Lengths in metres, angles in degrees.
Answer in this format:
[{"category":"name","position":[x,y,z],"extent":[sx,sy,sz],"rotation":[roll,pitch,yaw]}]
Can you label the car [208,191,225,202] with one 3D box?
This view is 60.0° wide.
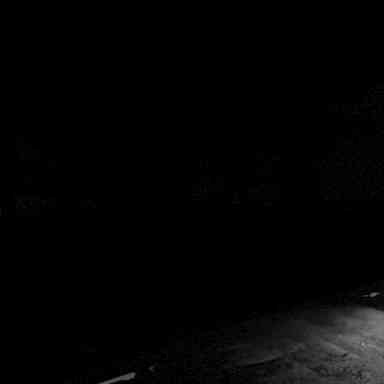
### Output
[{"category":"car","position":[5.648,0.784,67.289],"extent":[2.150,2.045,5.566],"rotation":[0,1,-36]}]
